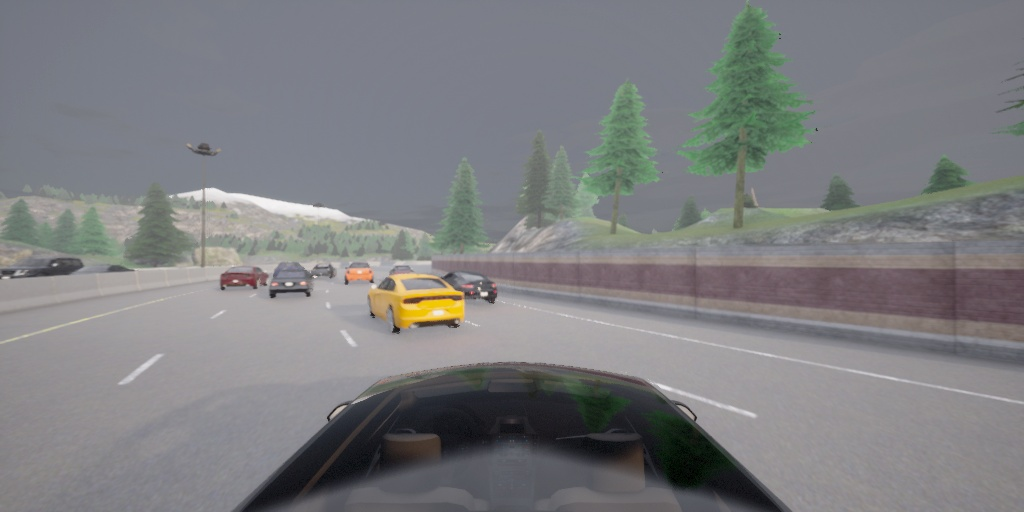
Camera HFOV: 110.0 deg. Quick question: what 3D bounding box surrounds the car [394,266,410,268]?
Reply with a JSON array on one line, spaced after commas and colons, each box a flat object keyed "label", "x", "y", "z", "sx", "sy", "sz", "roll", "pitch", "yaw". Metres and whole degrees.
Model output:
[{"label": "car", "x": -9.822, "y": 1.538, "z": 32.063, "sx": 1.994, "sy": 1.385, "sz": 4.181, "roll": 0, "pitch": 0, "yaw": -22}]

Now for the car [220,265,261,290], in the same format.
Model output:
[{"label": "car", "x": -17.741, "y": 1.374, "z": 23.964, "sx": 1.882, "sy": 1.535, "sz": 5.008, "roll": 0, "pitch": 0, "yaw": -24}]

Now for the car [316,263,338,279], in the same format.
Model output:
[{"label": "car", "x": -18.810, "y": 1.483, "z": 36.089, "sx": 2.128, "sy": 1.511, "sz": 4.902, "roll": 0, "pitch": 0, "yaw": -20}]

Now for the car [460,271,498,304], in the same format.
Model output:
[{"label": "car", "x": -2.267, "y": 1.389, "z": 16.512, "sx": 1.812, "sy": 1.442, "sz": 4.674, "roll": 0, "pitch": -1, "yaw": -30}]

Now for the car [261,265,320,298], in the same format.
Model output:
[{"label": "car", "x": -11.874, "y": 1.419, "z": 19.533, "sx": 2.033, "sy": 1.411, "sz": 5.357, "roll": 0, "pitch": 0, "yaw": -27}]

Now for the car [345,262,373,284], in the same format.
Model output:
[{"label": "car", "x": -12.706, "y": 1.304, "z": 29.899, "sx": 2.097, "sy": 1.767, "sz": 4.553, "roll": 0, "pitch": -1, "yaw": -23}]

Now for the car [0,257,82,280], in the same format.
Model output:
[{"label": "car", "x": -33.972, "y": 1.111, "z": 26.010, "sx": 2.150, "sy": 2.045, "sz": 5.566, "roll": 0, "pitch": -1, "yaw": -21}]

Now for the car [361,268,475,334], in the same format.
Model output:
[{"label": "car", "x": -3.163, "y": 1.297, "z": 11.165, "sx": 1.882, "sy": 1.535, "sz": 5.008, "roll": 0, "pitch": 0, "yaw": -32}]

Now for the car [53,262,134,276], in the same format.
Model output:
[{"label": "car", "x": -30.438, "y": 1.373, "z": 26.567, "sx": 1.882, "sy": 1.535, "sz": 5.008, "roll": 0, "pitch": -1, "yaw": -21}]

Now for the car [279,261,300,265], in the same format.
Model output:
[{"label": "car", "x": -22.777, "y": 1.343, "z": 36.997, "sx": 2.097, "sy": 1.767, "sz": 4.553, "roll": 0, "pitch": -1, "yaw": -19}]

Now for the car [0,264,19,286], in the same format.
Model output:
[{"label": "car", "x": -37.014, "y": 1.358, "z": 24.171, "sx": 2.128, "sy": 1.511, "sz": 4.902, "roll": 0, "pitch": -1, "yaw": -21}]
